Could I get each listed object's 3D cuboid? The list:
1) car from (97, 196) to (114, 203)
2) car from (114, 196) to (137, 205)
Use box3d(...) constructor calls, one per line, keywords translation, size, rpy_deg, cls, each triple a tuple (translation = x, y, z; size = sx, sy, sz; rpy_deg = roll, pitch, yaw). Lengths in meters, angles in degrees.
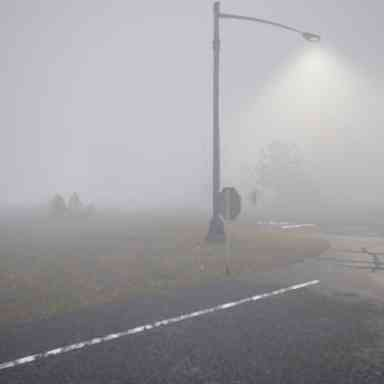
box3d(translation=(-15.905, 1.362, 61.215), size=(1.895, 1.301, 4.718), rpy_deg=(0, 0, -34), cls="car")
box3d(translation=(-10.333, 1.345, 52.904), size=(1.994, 1.385, 4.181), rpy_deg=(0, 0, -33), cls="car")
